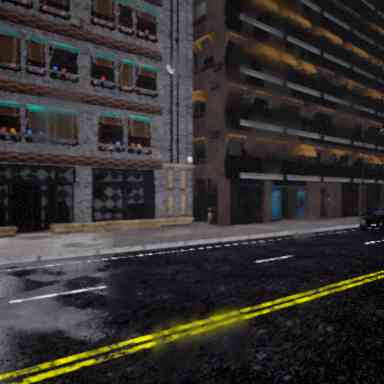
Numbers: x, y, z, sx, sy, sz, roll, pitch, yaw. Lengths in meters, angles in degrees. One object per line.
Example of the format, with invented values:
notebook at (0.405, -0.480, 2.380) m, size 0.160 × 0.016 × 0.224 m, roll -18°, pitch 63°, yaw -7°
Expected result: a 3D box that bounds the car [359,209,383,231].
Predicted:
car at (12.334, 1.789, 20.925) m, size 4.181 × 1.385 × 1.994 m, roll 1°, pitch -1°, yaw -37°
